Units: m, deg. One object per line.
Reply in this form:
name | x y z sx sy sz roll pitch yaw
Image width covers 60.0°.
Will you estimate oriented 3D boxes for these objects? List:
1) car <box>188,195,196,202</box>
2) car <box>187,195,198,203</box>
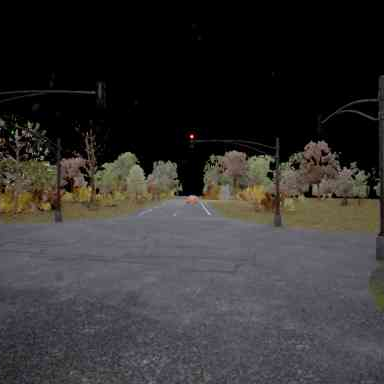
car | 0.070 1.449 78.060 1.812 1.442 4.674 0 0 0
car | 0.061 1.424 68.025 2.097 1.767 4.553 0 0 0
